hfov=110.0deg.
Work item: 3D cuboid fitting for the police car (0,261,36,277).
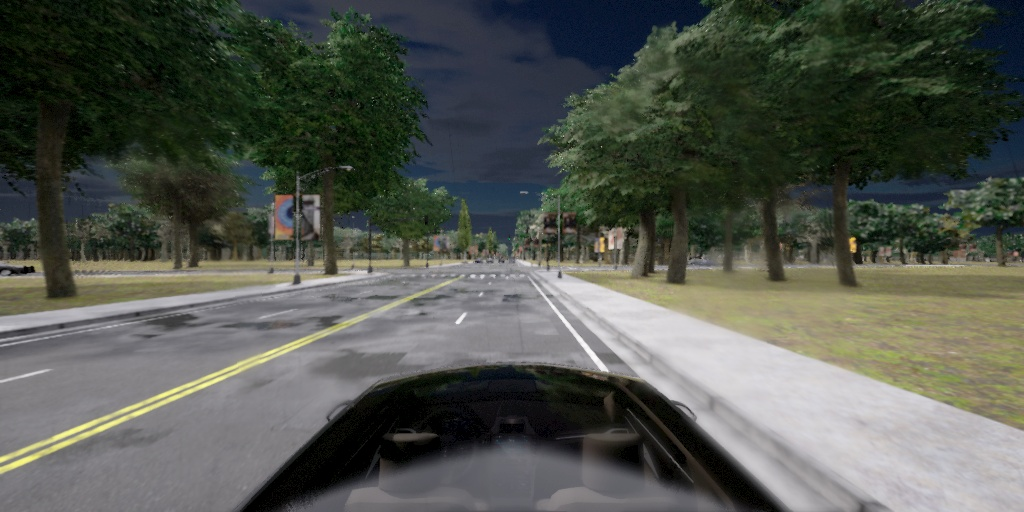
[{"bbox_3d":[-48.625,1.092,33.492,5.238,1.638,1.930,0,0,-23],"label":"police car"}]
